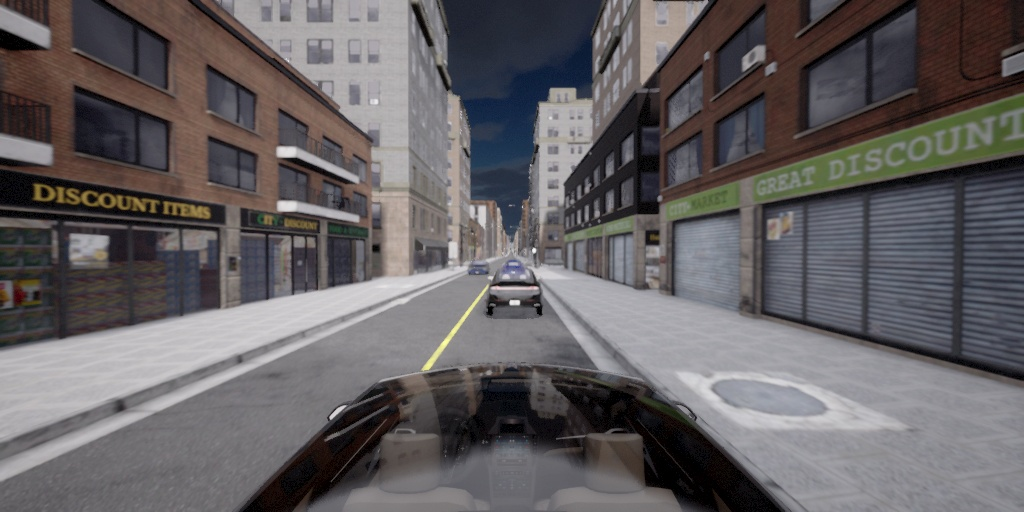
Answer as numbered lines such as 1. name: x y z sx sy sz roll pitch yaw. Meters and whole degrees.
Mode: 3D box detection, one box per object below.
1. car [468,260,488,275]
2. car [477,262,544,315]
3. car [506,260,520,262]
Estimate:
1. car: -3.081 1.057 34.471 2.033 1.411 5.357 0 0 0
2. car: 0.092 1.162 13.107 2.128 1.511 4.902 0 1 0
3. car: 0.096 1.071 29.791 1.812 1.442 4.674 0 0 0
